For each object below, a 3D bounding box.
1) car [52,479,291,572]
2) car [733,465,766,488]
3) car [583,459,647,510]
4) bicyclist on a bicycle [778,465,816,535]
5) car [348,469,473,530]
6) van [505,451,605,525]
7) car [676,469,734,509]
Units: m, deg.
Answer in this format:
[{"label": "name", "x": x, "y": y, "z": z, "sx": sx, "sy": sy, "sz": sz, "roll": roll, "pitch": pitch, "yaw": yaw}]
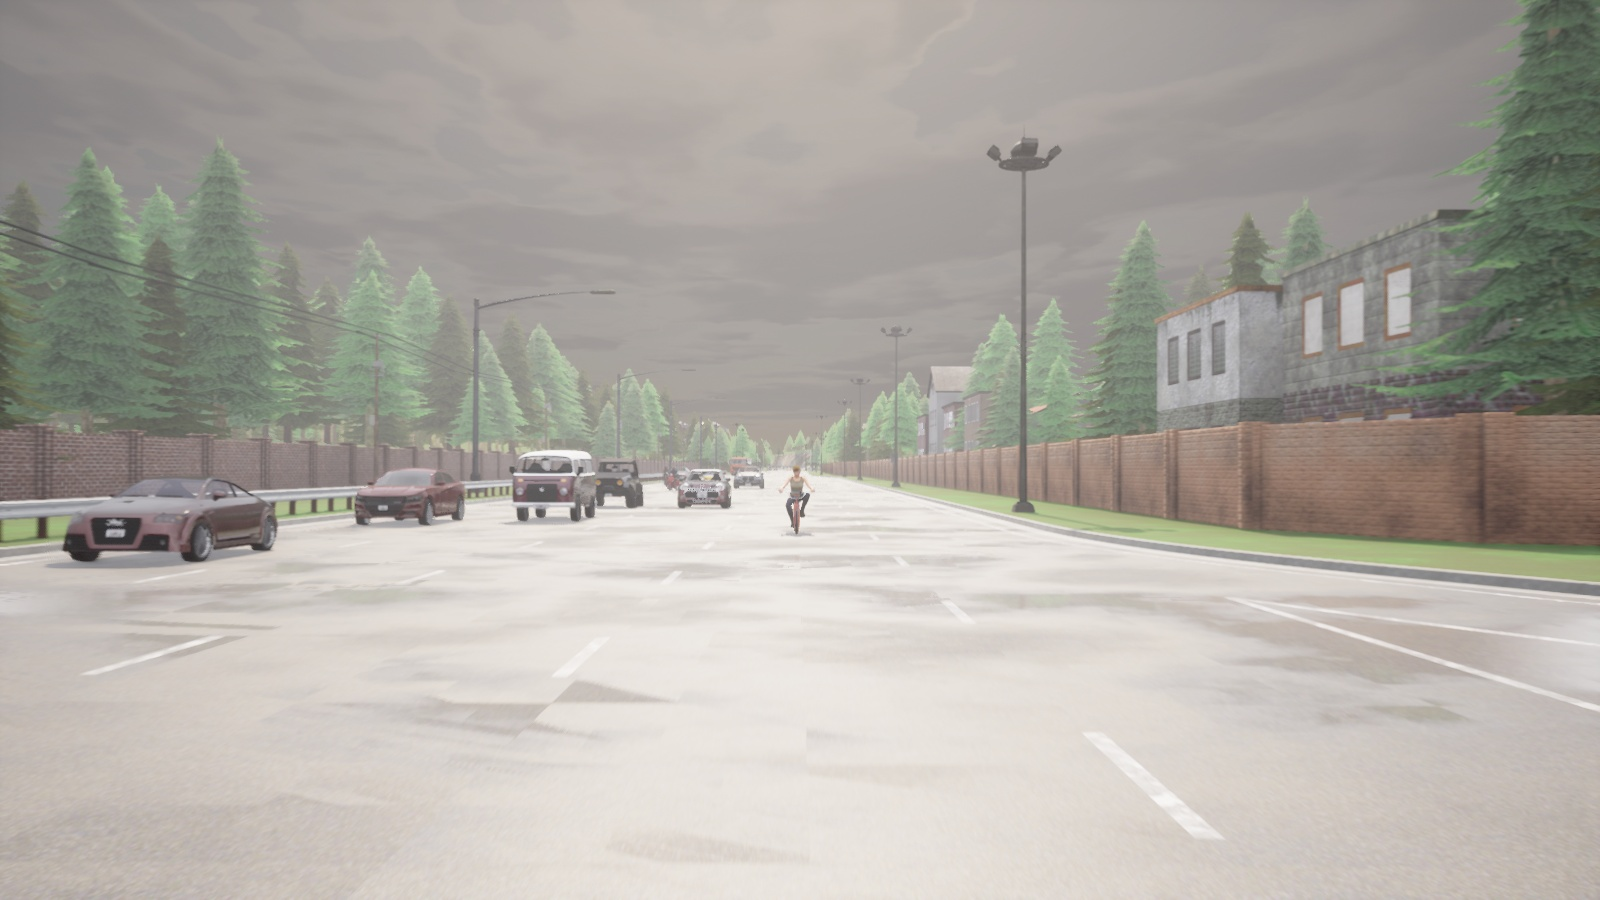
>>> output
[{"label": "car", "x": -10.551, "y": 1.214, "z": 21.485, "sx": 1.994, "sy": 1.385, "sz": 4.181, "roll": 0, "pitch": -1, "yaw": 0}, {"label": "car", "x": -3.722, "y": 1.956, "z": 92.853, "sx": 2.242, "sy": 1.667, "sz": 4.611, "roll": 0, "pitch": -1, "yaw": 0}, {"label": "car", "x": -7.117, "y": 1.308, "z": 48.591, "sx": 1.905, "sy": 1.878, "sz": 3.866, "roll": 0, "pitch": -1, "yaw": 0}, {"label": "bicyclist on a bicycle", "x": -0.066, "y": 1.156, "z": 29.542, "sx": 0.866, "sy": 1.612, "sz": 1.509, "roll": 0, "pitch": -1, "yaw": 0}, {"label": "car", "x": -10.583, "y": 1.308, "z": 34.503, "sx": 1.882, "sy": 1.535, "sz": 5.008, "roll": 0, "pitch": -1, "yaw": 0}, {"label": "van", "x": -7.089, "y": 1.071, "z": 36.776, "sx": 2.069, "sy": 2.038, "sz": 4.480, "roll": 0, "pitch": -1, "yaw": 0}, {"label": "car", "x": -3.616, "y": 1.461, "z": 48.406, "sx": 1.970, "sy": 1.475, "sz": 3.806, "roll": 0, "pitch": -1, "yaw": 0}]
